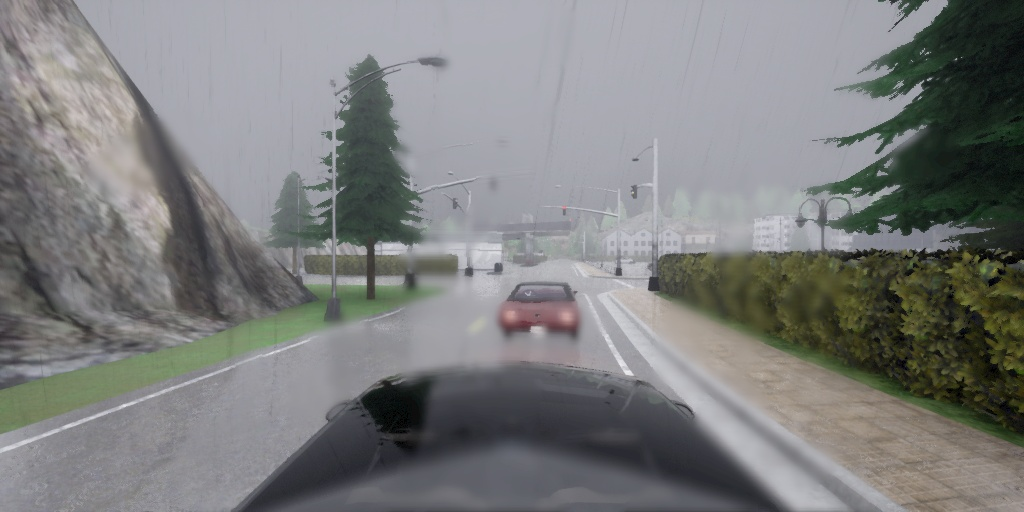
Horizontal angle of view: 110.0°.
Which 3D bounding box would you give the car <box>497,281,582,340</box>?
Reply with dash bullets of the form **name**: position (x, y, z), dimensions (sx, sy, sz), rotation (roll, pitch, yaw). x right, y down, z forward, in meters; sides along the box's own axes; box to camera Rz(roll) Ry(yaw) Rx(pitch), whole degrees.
- **car**: position (0.909, 1.351, 10.064), dimensions (1.895, 1.301, 4.718), rotation (0, 0, 8)
